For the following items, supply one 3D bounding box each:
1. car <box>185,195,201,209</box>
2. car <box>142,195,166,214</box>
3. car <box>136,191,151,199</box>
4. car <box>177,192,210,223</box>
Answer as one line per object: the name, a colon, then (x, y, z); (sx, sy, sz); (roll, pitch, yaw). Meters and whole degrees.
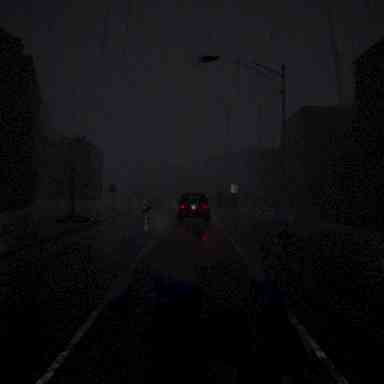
car: (0.106, 1.160, 41.498); (1.882, 1.535, 5.008); (0, 1, 0)
car: (-3.580, 1.300, 32.324); (2.033, 1.411, 5.357); (0, 0, 0)
car: (-10.417, 0.680, 72.380); (2.097, 1.767, 4.553); (0, 0, -32)
car: (0.112, 1.040, 23.708); (2.150, 2.045, 5.566); (0, 0, 0)
